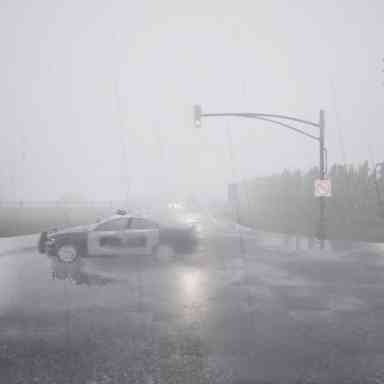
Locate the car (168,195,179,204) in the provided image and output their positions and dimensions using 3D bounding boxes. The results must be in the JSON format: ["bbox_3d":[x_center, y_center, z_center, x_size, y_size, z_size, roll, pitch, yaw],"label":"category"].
[{"bbox_3d":[-3.483,1.408,63.478,2.128,1.511,4.902,0,0,0],"label":"car"}]

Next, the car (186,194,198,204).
[{"bbox_3d":[0.016,1.528,59.329,1.895,1.301,4.718,0,0,0],"label":"car"}]

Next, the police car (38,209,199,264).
[{"bbox_3d":[-2.385,1.421,11.248,5.238,1.638,1.930,0,0,-1],"label":"police car"}]
